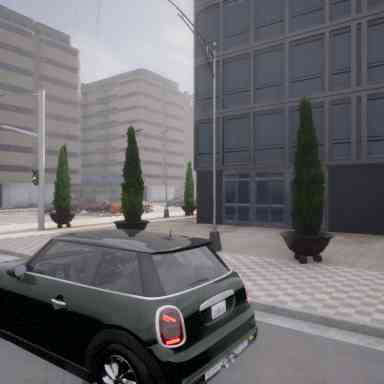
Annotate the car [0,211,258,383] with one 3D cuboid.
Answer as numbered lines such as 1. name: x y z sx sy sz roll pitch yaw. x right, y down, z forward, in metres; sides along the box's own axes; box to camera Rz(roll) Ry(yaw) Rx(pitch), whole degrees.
1. car: -1.424 1.352 5.009 4.553 1.767 2.097 0 0 35

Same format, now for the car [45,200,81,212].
1. car: -14.041 1.558 35.949 1.837 1.490 4.892 0 0 35

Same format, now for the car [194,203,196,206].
1. car: 1.936 1.531 52.178 1.882 1.535 5.008 0 0 35

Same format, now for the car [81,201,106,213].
1. car: -9.241 1.654 36.324 1.895 1.301 4.718 0 0 35

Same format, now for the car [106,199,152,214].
1. car: -6.230 1.406 34.532 2.097 1.767 4.553 0 0 35

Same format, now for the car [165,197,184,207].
1. car: -2.196 1.558 52.707 1.837 1.490 4.892 0 0 35
